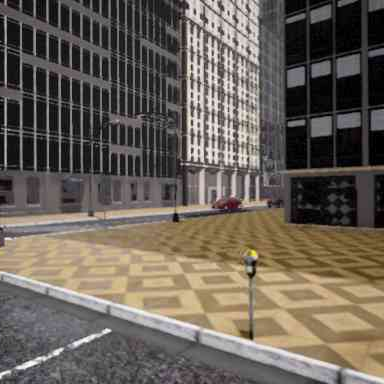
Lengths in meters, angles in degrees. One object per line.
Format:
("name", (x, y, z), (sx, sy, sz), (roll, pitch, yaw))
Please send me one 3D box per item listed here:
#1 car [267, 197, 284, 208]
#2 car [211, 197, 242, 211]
("car", (11.800, 1.388, 45.078), (1.837, 1.490, 4.892), (0, 0, 37))
("car", (4.226, 1.406, 40.155), (1.882, 1.535, 5.008), (0, 0, 37))
